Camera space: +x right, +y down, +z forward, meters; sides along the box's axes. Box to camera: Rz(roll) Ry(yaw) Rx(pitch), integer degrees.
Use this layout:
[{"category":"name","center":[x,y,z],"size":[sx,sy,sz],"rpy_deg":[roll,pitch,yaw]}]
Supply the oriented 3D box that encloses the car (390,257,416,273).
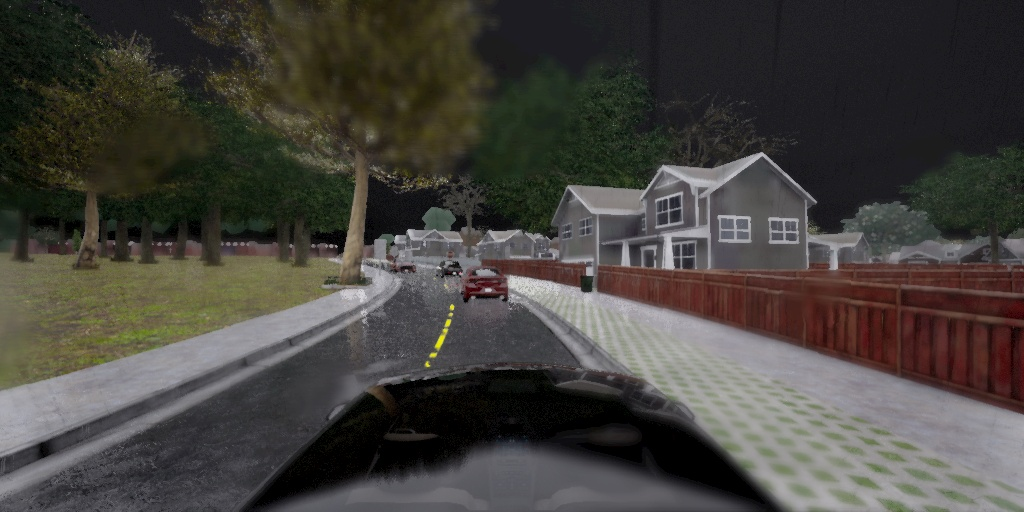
[{"category":"car","center":[-11.737,0.898,38.478],"size":[2.097,1.767,4.553],"rpy_deg":[1,0,-27]}]

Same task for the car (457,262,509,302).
[{"category":"car","center":[-1.395,1.194,16.693],"size":[1.882,1.535,5.008],"rpy_deg":[0,0,-11]}]

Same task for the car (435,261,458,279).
[{"category":"car","center":[-5.536,1.142,31.364],"size":[1.837,1.490,4.892],"rpy_deg":[1,0,-21]}]
